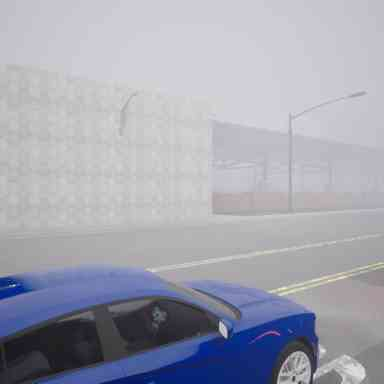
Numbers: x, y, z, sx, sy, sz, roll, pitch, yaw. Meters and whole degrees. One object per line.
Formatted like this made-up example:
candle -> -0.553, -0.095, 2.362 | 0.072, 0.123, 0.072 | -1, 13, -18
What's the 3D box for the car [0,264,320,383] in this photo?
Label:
car -> -0.805, 1.478, 3.174 | 5.008, 1.535, 1.882 | 0, 0, -36
